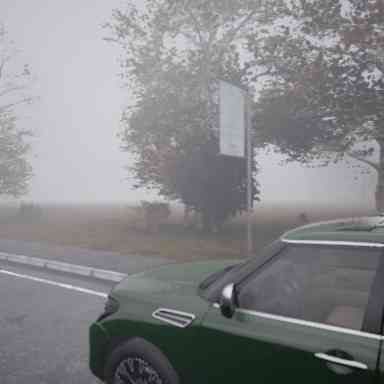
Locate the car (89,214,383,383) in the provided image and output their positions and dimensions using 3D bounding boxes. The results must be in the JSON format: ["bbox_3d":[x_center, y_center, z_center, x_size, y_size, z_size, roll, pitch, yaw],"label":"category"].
[{"bbox_3d":[1.569,1.213,2.778,5.566,2.045,2.150,0,0,35],"label":"car"}]
